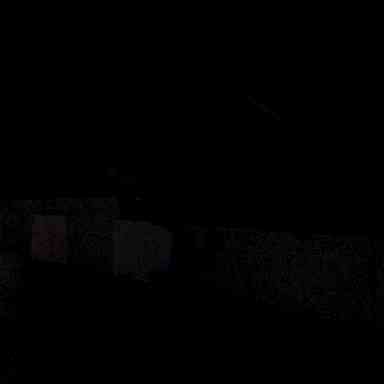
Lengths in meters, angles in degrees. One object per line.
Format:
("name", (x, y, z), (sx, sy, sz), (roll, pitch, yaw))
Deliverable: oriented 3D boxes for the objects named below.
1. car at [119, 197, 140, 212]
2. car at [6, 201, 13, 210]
("car", (-7.148, 1.286, 33.261), (1.882, 1.535, 5.008), (-3, -1, 36))
("car", (-13.653, 1.436, 24.432), (2.128, 1.511, 4.902), (-3, -1, 36))
